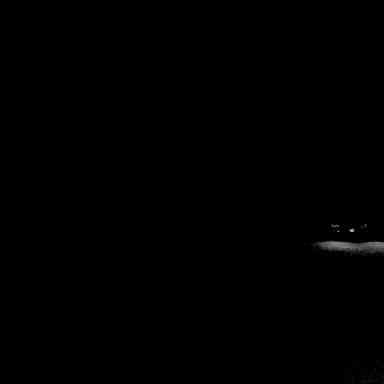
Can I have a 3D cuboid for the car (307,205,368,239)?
[{"bbox_3d":[7.496,1.505,17.596,1.837,1.490,4.892,0,0,5],"label":"car"}]
